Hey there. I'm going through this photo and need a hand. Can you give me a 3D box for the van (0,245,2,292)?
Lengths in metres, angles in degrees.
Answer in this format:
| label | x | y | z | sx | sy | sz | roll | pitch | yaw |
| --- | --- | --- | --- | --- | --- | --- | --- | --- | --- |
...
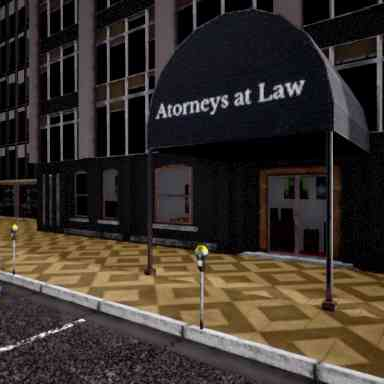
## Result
| label | x | y | z | sx | sy | sz | roll | pitch | yaw |
| --- | --- | --- | --- | --- | --- | --- | --- | --- | --- |
| van | -5.576 | 1.341 | 6.853 | 3.998 | 1.788 | 1.690 | 0 | 0 | 36 |
